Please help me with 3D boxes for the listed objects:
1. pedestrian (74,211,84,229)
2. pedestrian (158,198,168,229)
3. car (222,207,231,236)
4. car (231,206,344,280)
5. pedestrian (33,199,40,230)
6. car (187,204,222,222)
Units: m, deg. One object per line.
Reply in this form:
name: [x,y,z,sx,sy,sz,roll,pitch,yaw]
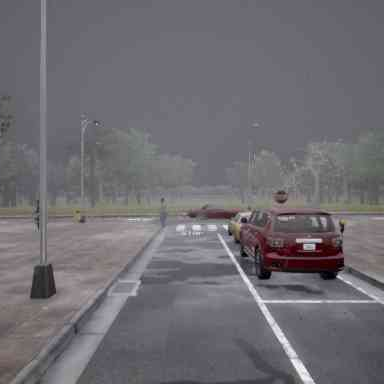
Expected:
pedestrian: [-6.600,1.574,19.385,0.500,1.100,0.500,0,0,0]
pedestrian: [-1.753,1.293,20.318,0.375,1.860,0.375,0,0,0]
car: [2.658,1.525,15.602,1.752,1.417,4.829,0,0,0]
car: [2.650,1.314,9.886,2.192,1.841,5.009,0,0,0]
pedestrian: [-8.657,1.223,18.883,0.375,1.860,0.375,0,0,0]
car: [2.013,1.571,25.570,4.718,1.301,1.895,0,0,0]
